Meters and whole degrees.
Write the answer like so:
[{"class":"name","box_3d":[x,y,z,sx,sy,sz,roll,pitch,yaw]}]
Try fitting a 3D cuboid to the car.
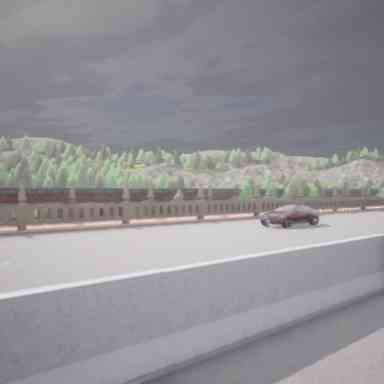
[{"class":"car","box_3d":[6.524,1.527,21.836,4.674,1.442,1.812,0,0,-37]}]
